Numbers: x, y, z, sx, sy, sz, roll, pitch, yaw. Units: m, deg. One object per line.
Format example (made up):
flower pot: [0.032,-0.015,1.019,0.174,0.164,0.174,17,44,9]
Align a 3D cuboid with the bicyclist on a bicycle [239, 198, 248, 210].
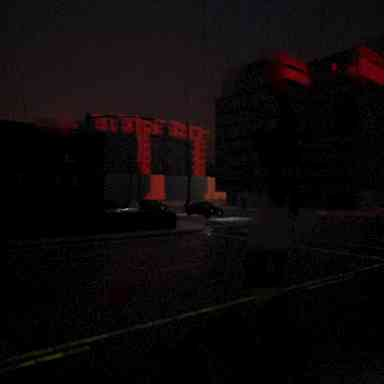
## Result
bicyclist on a bicycle: [6.703,1.550,43.563,1.656,1.620,0.582,0,0,-37]

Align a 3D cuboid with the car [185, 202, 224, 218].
car: [1.162,1.686,32.712,1.812,1.442,4.674,1,0,-37]

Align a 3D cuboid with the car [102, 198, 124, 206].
car: [-14.007,1.789,58.708,1.895,1.301,4.718,1,0,-37]

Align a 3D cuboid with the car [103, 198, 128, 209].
car: [-11.038,1.723,48.734,1.994,1.385,4.181,1,0,-37]

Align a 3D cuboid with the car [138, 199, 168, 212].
car: [-4.848,1.652,40.597,2.128,1.511,4.902,1,0,-37]
